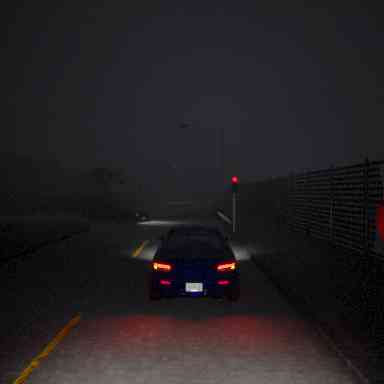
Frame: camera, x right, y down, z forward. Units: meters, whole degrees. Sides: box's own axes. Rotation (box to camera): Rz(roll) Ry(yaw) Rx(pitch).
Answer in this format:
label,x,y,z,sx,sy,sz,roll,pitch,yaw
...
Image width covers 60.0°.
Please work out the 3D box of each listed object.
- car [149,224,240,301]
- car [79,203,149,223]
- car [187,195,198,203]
label,x,y,z,sx,sy,sz,roll,pitch,yaw
car,0.061,1.526,8.210,1.812,1.442,4.674,0,0,1
car,-5.984,1.547,25.411,5.357,1.411,2.033,0,0,22
car,0.102,1.502,71.131,1.837,1.490,4.892,0,0,0
